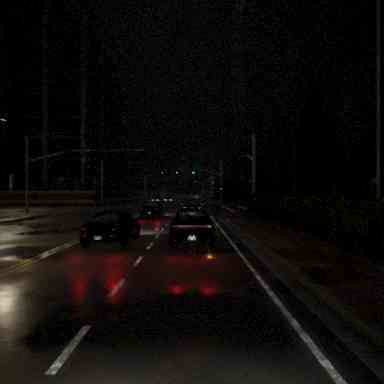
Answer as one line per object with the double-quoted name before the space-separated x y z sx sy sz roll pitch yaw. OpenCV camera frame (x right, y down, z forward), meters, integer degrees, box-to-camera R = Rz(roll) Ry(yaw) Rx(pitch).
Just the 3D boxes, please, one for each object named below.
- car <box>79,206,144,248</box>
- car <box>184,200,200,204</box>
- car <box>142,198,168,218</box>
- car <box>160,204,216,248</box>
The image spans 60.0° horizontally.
"car" -3.500 1.531 14.650 1.812 1.442 4.674 0 0 0
"car" 0.000 1.493 29.650 2.128 1.511 4.902 0 0 0
"car" -3.500 1.531 29.650 1.812 1.442 4.674 0 0 0
"car" 0.000 1.493 14.650 2.128 1.511 4.902 0 0 0
